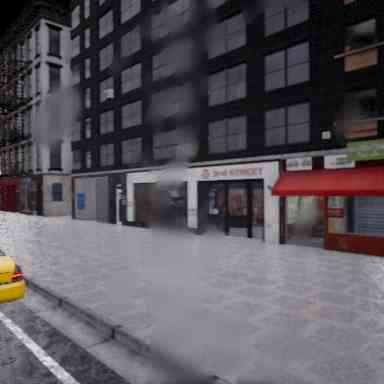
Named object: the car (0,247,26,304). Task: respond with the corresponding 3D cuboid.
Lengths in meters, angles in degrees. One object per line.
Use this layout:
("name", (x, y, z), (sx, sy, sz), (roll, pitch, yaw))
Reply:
("car", (-5.333, 1.489, 7.308), (1.801, 1.575, 5.366), (-1, 0, -44))
